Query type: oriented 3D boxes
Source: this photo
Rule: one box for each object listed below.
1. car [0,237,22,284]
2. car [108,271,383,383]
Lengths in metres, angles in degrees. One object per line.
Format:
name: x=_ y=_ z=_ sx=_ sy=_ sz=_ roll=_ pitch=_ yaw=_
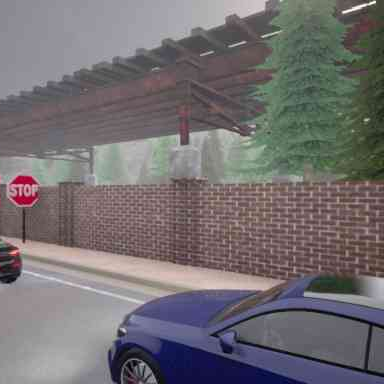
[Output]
car: x=-6.055 y=1.526 z=8.311 sx=4.674 sy=1.442 sz=1.812 roll=0 pitch=0 yaw=36
car: x=1.257 y=1.526 z=3.095 sx=4.674 sy=1.442 sz=1.812 roll=0 pitch=0 yaw=36
